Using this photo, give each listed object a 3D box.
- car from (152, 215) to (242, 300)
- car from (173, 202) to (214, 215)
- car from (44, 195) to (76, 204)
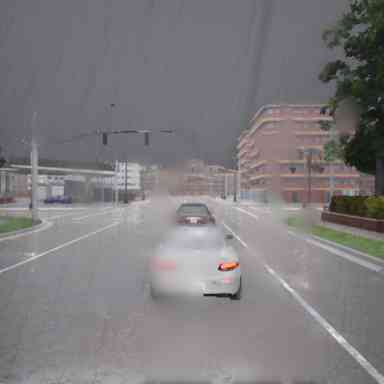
[{"bbox_3d":[0.092,1.523,8.277,1.812,1.442,4.674,0,0,0],"label":"car"},{"bbox_3d":[0.074,1.347,17.269,2.097,1.767,4.553,0,0,0],"label":"car"},{"bbox_3d":[-23.402,1.277,57.992,4.611,1.667,2.242,0,0,1],"label":"car"}]
